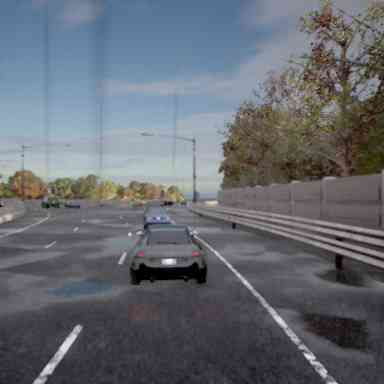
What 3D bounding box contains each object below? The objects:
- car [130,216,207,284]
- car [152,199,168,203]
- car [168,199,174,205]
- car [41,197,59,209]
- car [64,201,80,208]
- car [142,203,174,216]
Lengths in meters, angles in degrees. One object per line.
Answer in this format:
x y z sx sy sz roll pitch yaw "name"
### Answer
-0.729 1.662 9.987 1.994 1.385 4.181 0 -1 -5 "car"
-5.341 1.992 51.101 2.128 1.511 4.902 0 0 -1 "car"
-4.823 2.146 69.375 1.882 1.535 5.008 0 0 4 "car"
-24.712 1.853 57.971 2.150 2.045 5.566 0 -1 -34 "car"
-21.475 2.197 59.313 1.994 1.385 4.181 0 -1 -33 "car"
-2.564 1.781 23.790 2.033 1.411 5.357 0 -1 -9 "car"
